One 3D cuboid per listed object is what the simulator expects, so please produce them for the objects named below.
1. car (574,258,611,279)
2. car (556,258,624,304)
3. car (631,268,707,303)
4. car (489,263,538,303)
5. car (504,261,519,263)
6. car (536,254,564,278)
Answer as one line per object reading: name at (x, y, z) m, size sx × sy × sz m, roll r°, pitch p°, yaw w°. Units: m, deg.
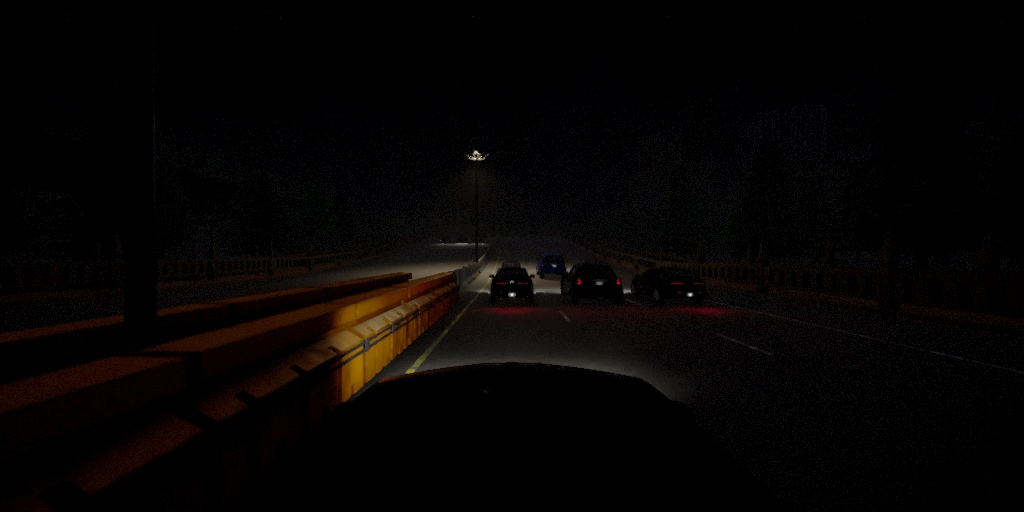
car at (6.923, 1.043, 31.542) m, size 2.128 × 1.511 × 4.902 m, roll 0°, pitch 2°, yaw 0°
car at (3.500, 1.116, 16.475) m, size 2.097 × 1.767 × 4.553 m, roll 0°, pitch 0°, yaw 0°
car at (7.000, 1.266, 16.506) m, size 1.837 × 1.490 × 4.892 m, roll 0°, pitch 0°, yaw 0°
car at (0.000, 1.266, 16.503) m, size 1.837 × 1.490 × 4.892 m, roll 0°, pitch 0°, yaw 0°
car at (-0.076, 1.110, 31.504) m, size 2.033 × 1.411 × 5.357 m, roll 0°, pitch 2°, yaw 0°
car at (3.424, 0.800, 31.544) m, size 2.150 × 2.045 × 5.566 m, roll 0°, pitch 2°, yaw 0°
